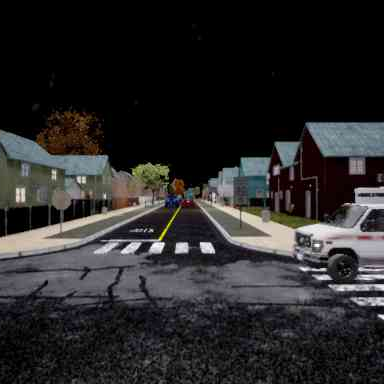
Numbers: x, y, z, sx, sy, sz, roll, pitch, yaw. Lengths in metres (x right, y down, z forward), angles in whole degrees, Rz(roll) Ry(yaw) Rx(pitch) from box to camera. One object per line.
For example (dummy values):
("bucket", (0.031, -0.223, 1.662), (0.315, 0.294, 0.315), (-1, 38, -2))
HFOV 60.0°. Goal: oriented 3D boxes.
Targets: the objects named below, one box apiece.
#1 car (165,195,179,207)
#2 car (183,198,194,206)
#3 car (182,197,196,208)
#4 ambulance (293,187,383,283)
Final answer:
("car", (-3.324, 1.441, 55.764), (2.150, 2.045, 5.566), (0, 0, -1))
("car", (-0.634, 1.784, 61.652), (1.812, 1.442, 4.674), (0, 0, -1))
("car", (-0.532, 1.539, 51.620), (2.097, 1.767, 4.553), (0, 0, -1))
("ambulance", (6.165, 1.089, 9.313), (6.366, 2.431, 2.351), (0, -1, -2))
